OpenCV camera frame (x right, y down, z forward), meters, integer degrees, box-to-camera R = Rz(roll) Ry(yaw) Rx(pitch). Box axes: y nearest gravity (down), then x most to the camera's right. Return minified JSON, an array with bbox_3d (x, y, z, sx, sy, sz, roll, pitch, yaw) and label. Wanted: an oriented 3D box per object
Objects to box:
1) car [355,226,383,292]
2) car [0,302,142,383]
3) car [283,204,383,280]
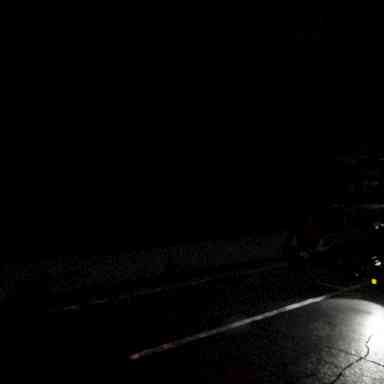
[{"bbox_3d":[5.839,1.555,7.522,4.181,1.385,1.994,0,0,-35],"label":"car"},{"bbox_3d":[-2.578,1.508,1.542,4.892,1.490,1.837,0,0,-36],"label":"car"},{"bbox_3d":[4.966,1.305,10.073,5.009,1.841,2.192,0,0,-35],"label":"car"}]
